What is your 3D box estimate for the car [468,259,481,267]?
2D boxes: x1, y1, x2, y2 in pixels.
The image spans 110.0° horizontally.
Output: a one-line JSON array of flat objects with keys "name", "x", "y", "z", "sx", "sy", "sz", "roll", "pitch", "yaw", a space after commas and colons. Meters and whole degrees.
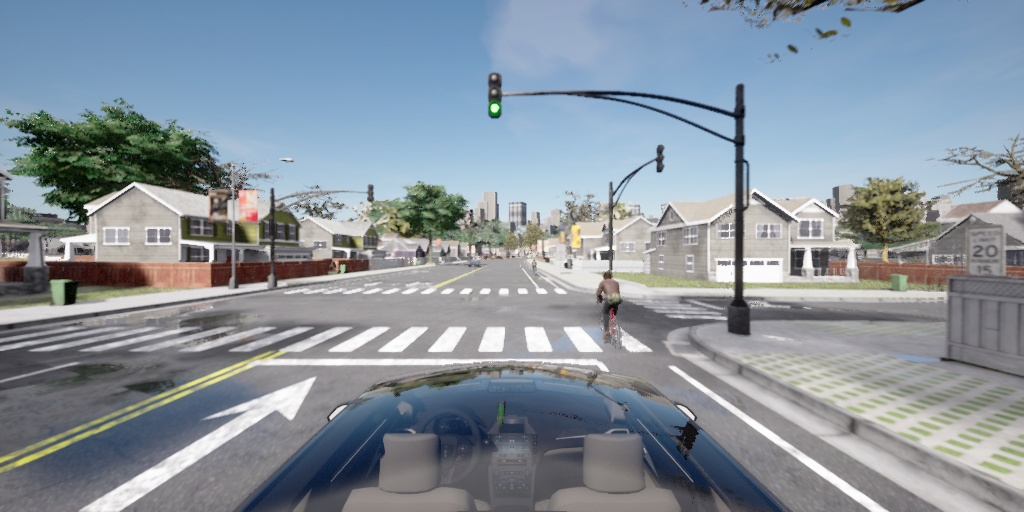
[{"name": "car", "x": -6.489, "y": 1.242, "z": 62.495, "sx": 2.033, "sy": 1.411, "sz": 5.357, "roll": 0, "pitch": 0, "yaw": 0}]

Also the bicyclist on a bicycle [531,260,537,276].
[{"name": "bicyclist on a bicycle", "x": 2.256, "y": 1.181, "z": 36.260, "sx": 0.582, "sy": 1.620, "sz": 1.656, "roll": 0, "pitch": 0, "yaw": 0}]

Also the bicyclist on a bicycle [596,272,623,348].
[{"name": "bicyclist on a bicycle", "x": 2.251, "y": 1.202, "z": 8.284, "sx": 0.582, "sy": 1.620, "sz": 1.656, "roll": 0, "pitch": 0, "yaw": 0}]
